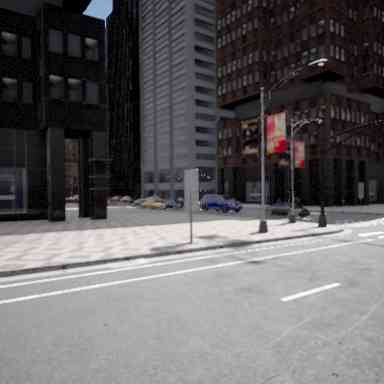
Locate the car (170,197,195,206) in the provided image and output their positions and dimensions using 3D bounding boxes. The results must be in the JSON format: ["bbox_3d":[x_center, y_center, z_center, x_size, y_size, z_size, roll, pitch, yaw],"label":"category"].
[{"bbox_3d":[-1.591,1.610,55.469,1.887,1.381,4.507,-1,1,-36],"label":"car"}]

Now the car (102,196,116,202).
[{"bbox_3d":[-20.510,1.744,81.957,1.887,1.381,4.507,-1,1,-36],"label":"car"}]

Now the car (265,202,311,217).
[{"bbox_3d":[8.797,1.625,30.852,1.994,1.385,4.181,-1,0,-36],"label":"car"}]

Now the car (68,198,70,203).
[{"bbox_3d":[-27.453,1.873,77.013,1.887,1.381,4.507,-1,1,-36],"label":"car"}]

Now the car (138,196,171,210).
[{"bbox_3d":[-5.279,1.699,45.967,1.752,1.417,4.829,-1,1,-36],"label":"car"}]

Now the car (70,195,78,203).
[{"bbox_3d":[-24.303,1.619,72.596,2.192,1.841,5.009,-1,1,-36],"label":"car"}]

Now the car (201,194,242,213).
[{"bbox_3d":[3.340,1.315,38.477,2.150,2.045,5.566,-1,0,-36],"label":"car"}]

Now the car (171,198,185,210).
[{"bbox_3d":[-2.214,1.691,46.273,1.994,1.385,4.181,-1,0,-35],"label":"car"}]

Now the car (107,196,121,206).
[{"bbox_3d":[-14.838,1.818,59.352,1.802,1.307,4.206,-1,1,-36],"label":"car"}]

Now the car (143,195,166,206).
[{"bbox_3d":[-6.536,1.476,57.814,2.097,1.767,4.553,-1,0,-36],"label":"car"}]

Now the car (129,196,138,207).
[{"bbox_3d":[-8.007,1.728,54.449,1.994,1.385,4.181,-1,0,-35],"label":"car"}]

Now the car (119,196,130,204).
[{"bbox_3d":[-12.326,1.669,65.921,1.837,1.490,4.892,-1,0,-36],"label":"car"}]

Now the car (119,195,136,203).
[{"bbox_3d":[-14.205,1.593,73.127,1.967,1.590,4.097,-1,1,-36],"label":"car"}]

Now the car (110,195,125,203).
[{"bbox_3d":[-17.358,1.616,77.542,1.967,1.590,4.097,-1,1,-36],"label":"car"}]

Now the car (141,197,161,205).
[{"bbox_3d":[-7.996,1.634,64.437,1.752,1.417,4.829,-1,1,-36],"label":"car"}]

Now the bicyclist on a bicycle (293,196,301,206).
[{"bbox_3d":[12.682,1.249,40.418,1.656,1.620,0.582,-1,1,-36],"label":"bicyclist on a bicycle"}]
